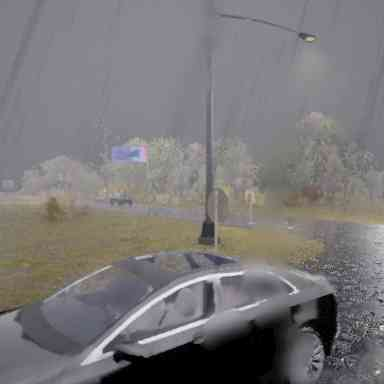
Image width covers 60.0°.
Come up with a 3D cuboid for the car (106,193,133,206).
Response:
[{"bbox_3d":[-11.463,1.122,53.820,2.150,2.045,5.566,0,0,-33],"label":"car"}]

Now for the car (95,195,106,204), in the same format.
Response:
[{"bbox_3d":[-16.251,1.376,60.952,2.128,1.511,4.902,0,0,-34],"label":"car"}]

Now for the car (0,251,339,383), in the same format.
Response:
[{"bbox_3d":[-0.385,1.492,3.609,4.902,1.511,2.128,0,0,-35],"label":"car"}]
